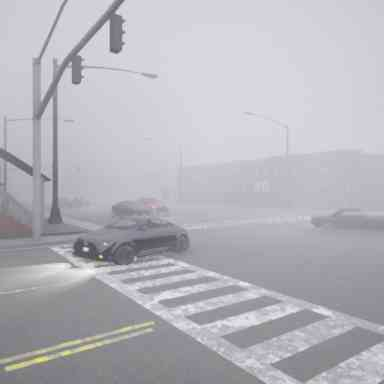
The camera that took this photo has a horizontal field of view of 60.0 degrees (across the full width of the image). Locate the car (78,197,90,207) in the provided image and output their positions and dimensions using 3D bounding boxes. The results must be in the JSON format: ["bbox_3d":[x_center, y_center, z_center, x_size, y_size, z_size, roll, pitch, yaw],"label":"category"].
[{"bbox_3d":[-17.046,1.486,50.815,2.128,1.511,4.902,0,0,-35],"label":"car"}]

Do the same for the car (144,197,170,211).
[{"bbox_3d":[-3.995,1.346,32.460,2.097,1.767,4.553,0,0,-36],"label":"car"}]

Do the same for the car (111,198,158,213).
[{"bbox_3d":[-5.170,1.473,28.078,1.882,1.535,5.008,0,0,-36],"label":"car"}]

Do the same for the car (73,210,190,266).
[{"bbox_3d":[-1.956,1.562,11.677,1.994,1.385,4.181,0,0,40],"label":"car"}]

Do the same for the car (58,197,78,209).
[{"bbox_3d":[-17.700,1.502,45.659,1.837,1.490,4.892,0,-1,-35],"label":"car"}]

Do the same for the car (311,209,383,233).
[{"bbox_3d":[9.139,1.594,18.303,4.718,1.301,1.895,0,0,28],"label":"car"}]
